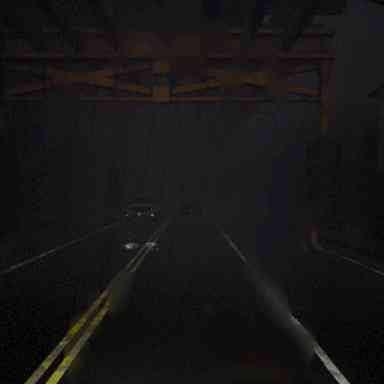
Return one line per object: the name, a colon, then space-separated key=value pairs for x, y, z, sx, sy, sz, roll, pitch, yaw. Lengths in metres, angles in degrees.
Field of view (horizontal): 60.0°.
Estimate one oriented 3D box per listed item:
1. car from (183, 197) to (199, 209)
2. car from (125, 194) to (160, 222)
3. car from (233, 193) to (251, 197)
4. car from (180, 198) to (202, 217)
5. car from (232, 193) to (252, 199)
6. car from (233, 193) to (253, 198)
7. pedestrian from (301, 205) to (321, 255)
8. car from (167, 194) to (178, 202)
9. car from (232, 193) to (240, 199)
car: x=-0.134 y=1.482 z=45.168 sx=2.033 sy=1.411 sz=5.357 roll=0 pitch=0 yaw=0
car: x=-3.735 y=1.213 z=26.249 sx=2.150 sy=2.045 sz=5.566 roll=0 pitch=0 yaw=0
car: x=13.177 y=0.772 z=87.580 sx=4.536 sy=1.218 sz=1.853 roll=0 pitch=1 yaw=25
car: x=-0.060 y=1.464 z=31.217 sx=1.882 sy=1.535 sz=5.008 roll=0 pitch=0 yaw=0
car: x=13.130 y=0.929 z=87.603 sx=4.974 sy=1.542 sz=2.038 roll=0 pitch=1 yaw=25
car: x=12.874 y=0.820 z=83.459 sx=4.536 sy=1.218 sz=1.853 roll=0 pitch=1 yaw=-20
pedestrian: x=4.156 y=1.290 z=11.614 sx=0.375 sy=1.860 sz=0.375 roll=-1 pitch=1 yaw=0
car: x=-3.868 y=1.200 z=66.511 sx=1.882 sy=1.535 sz=5.008 roll=0 pitch=1 yaw=0
car: x=12.825 y=0.978 z=83.443 sx=4.974 sy=1.542 sz=2.038 roll=0 pitch=1 yaw=-20
